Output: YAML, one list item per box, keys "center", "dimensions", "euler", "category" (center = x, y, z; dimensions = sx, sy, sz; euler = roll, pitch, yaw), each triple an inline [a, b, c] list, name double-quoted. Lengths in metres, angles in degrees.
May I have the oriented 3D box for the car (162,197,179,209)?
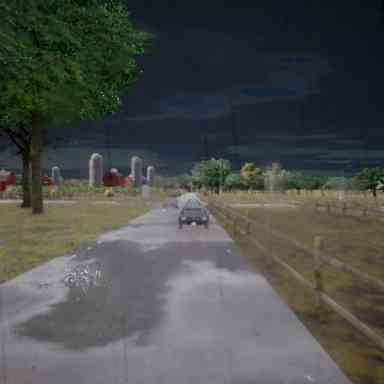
- center: [-2.781, 1.424, 43.456]
  dimensions: [1.837, 1.490, 4.892]
  euler: [0, 0, 1]
  category: "car"

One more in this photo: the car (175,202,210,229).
- center: [0.107, 1.574, 21.645]
  dimensions: [1.895, 1.301, 4.718]
  euler: [0, 0, 0]
  category: "car"

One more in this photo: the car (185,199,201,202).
- center: [0.107, 1.496, 38.450]
  dimensions: [1.994, 1.385, 4.181]
  euler: [0, 0, 0]
  category: "car"
